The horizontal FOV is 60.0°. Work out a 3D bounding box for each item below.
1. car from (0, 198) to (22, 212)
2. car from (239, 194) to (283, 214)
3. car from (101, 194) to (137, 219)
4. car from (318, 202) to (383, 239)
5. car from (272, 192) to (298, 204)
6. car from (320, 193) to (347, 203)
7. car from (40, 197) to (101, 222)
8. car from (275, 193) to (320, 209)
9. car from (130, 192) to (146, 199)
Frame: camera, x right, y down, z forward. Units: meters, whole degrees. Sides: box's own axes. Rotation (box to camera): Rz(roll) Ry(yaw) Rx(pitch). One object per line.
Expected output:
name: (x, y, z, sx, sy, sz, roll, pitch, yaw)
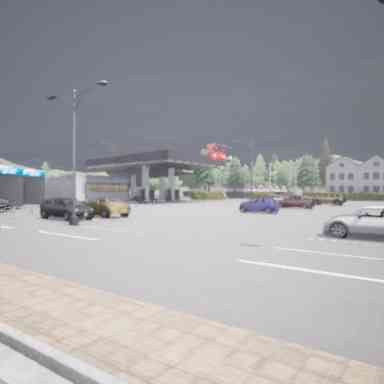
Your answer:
car: (-18.865, 1.226, 31.661, 2.128, 1.511, 4.902, 1, 0, 37)
car: (6.146, 1.227, 30.969, 3.633, 1.501, 1.845, 1, 0, 36)
car: (-7.040, 1.170, 25.935, 5.027, 1.636, 2.152, 1, 0, 36)
car: (7.941, 1.375, 14.801, 3.806, 1.475, 1.970, 1, 0, 36)
car: (15.592, 0.940, 55.943, 3.866, 1.878, 1.905, 1, 0, 36)
car: (20.004, 1.022, 48.646, 4.605, 1.855, 1.932, 1, 0, 36)
car: (-8.849, 1.178, 23.371, 4.514, 1.523, 2.007, 1, 0, 36)
car: (12.077, 1.211, 39.011, 4.514, 1.523, 2.007, 1, 0, 36)
car: (-13.544, 0.858, 83.293, 1.905, 1.878, 3.866, 1, 0, 36)
